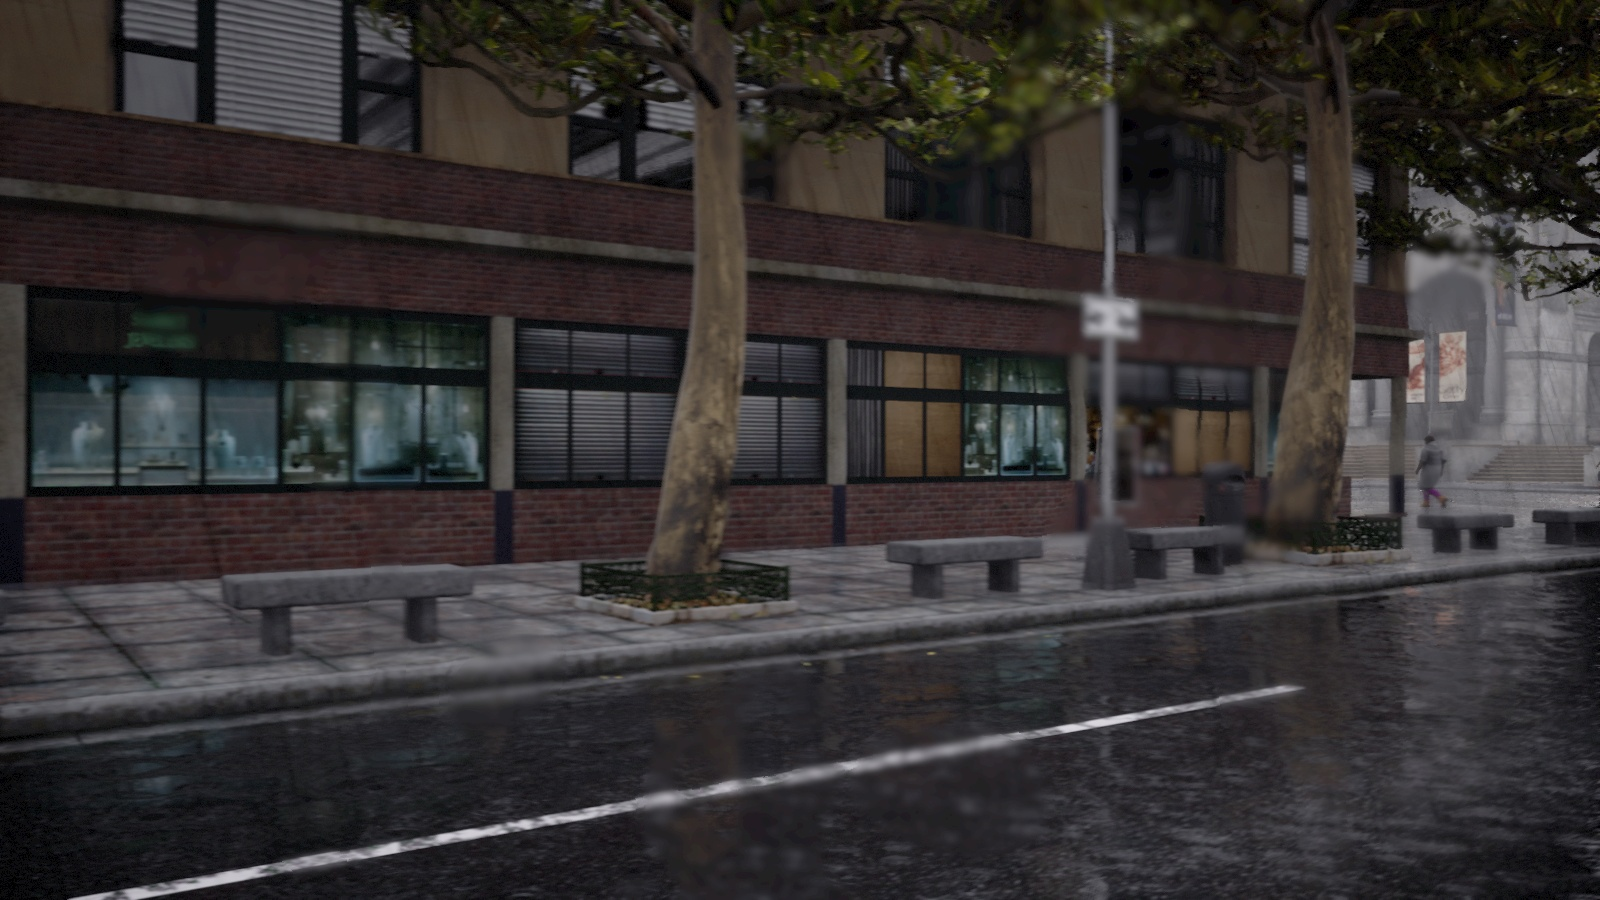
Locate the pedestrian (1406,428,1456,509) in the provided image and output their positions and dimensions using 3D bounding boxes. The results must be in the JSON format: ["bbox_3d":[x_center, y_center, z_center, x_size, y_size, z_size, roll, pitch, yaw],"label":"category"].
[{"bbox_3d":[15.546,0.444,30.924,0.659,1.952,0.873,0,0,-29],"label":"pedestrian"}]
